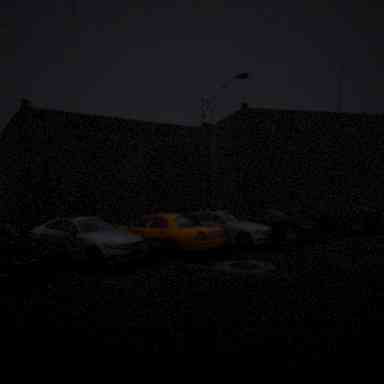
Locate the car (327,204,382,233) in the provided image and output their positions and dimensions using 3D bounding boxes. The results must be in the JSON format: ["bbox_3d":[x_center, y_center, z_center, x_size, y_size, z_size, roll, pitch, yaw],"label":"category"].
[{"bbox_3d":[8.382,1.485,19.570,4.892,1.521,2.231,-1,0,34],"label":"car"}]

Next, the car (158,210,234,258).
[{"bbox_3d":[-1.326,1.484,12.859,5.366,1.575,1.946,-1,-1,35],"label":"car"}]

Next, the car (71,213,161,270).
[{"bbox_3d":[-3.560,1.525,11.057,4.674,1.452,2.002,-1,-1,35],"label":"car"}]

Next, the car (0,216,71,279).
[{"bbox_3d":[-5.950,1.486,9.362,4.892,1.521,2.231,-1,-1,34],"label":"car"}]

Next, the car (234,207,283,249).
[{"bbox_3d":[1.218,1.525,14.466,4.674,1.452,2.002,-1,-1,34],"label":"car"}]

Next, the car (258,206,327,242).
[{"bbox_3d":[3.603,1.486,16.173,4.892,1.521,2.231,-1,-1,34],"label":"car"}]
